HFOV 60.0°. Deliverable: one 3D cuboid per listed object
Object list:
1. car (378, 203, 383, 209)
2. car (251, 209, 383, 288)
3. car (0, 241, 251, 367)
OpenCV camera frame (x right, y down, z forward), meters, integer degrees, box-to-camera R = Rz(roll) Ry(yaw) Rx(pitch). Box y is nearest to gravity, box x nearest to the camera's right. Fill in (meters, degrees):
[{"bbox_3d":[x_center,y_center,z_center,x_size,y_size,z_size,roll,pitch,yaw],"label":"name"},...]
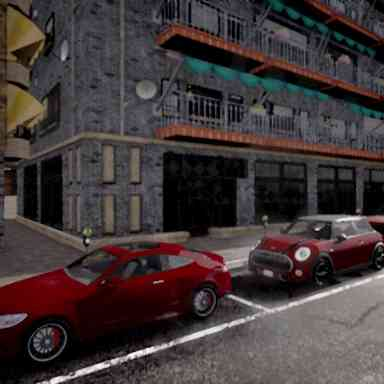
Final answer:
[{"bbox_3d":[8.024,1.214,12.312,5.009,1.841,2.192,-1,1,-36],"label":"car"},{"bbox_3d":[3.420,1.380,9.014,4.097,1.590,1.967,-1,1,-36],"label":"car"},{"bbox_3d":[-1.182,1.565,5.716,4.206,1.307,1.802,-1,1,-36],"label":"car"}]
